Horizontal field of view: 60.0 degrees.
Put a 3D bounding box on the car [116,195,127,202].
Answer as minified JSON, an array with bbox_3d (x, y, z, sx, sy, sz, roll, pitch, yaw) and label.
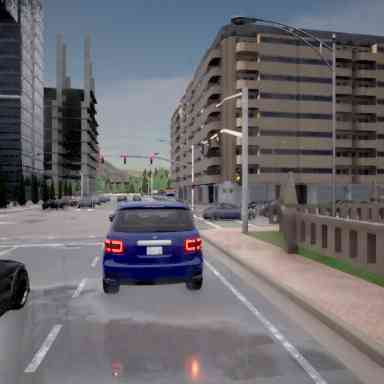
[{"bbox_3d":[-16.202,1.524,76.651,2.128,1.511,4.902,0,0,-10],"label":"car"}]

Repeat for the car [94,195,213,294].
[{"bbox_3d":[-1.088,1.221,9.059,2.150,2.045,5.566,0,0,-8],"label":"car"}]

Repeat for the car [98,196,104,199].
[{"bbox_3d":[-16.161,1.526,55.235,1.812,1.442,4.674,0,0,-10],"label":"car"}]

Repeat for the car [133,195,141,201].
[{"bbox_3d":[-14.472,1.535,87.273,2.033,1.411,5.357,0,0,-10],"label":"car"}]

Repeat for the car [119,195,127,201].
[{"bbox_3d":[-17.922,1.548,86.681,1.994,1.385,4.181,0,0,-10],"label":"car"}]

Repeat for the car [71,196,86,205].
[{"bbox_3d":[-20.509,1.526,60.005,1.812,1.442,4.674,0,0,-9],"label":"car"}]

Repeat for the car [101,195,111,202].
[{"bbox_3d":[-19.515,1.522,75.260,1.812,1.442,4.674,0,0,-10],"label":"car"}]

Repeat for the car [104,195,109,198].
[{"bbox_3d":[-17.805,1.564,65.143,1.994,1.385,4.181,0,0,-10],"label":"car"}]

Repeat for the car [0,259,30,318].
[{"bbox_3d":[-4.092,1.564,5.077,1.994,1.385,4.181,0,0,-7],"label":"car"}]

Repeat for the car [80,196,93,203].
[{"bbox_3d":[-22.108,1.552,69.677,1.994,1.385,4.181,0,0,-10],"label":"car"}]

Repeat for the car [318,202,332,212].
[{"bbox_3d":[16.135,1.560,36.085,4.892,1.490,1.837,0,0,-10],"label":"car"}]

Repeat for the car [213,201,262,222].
[{"bbox_3d":[2.981,1.619,26.442,4.181,1.385,1.994,0,0,-10],"label":"car"}]

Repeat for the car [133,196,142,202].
[{"bbox_3d":[-12.772,1.548,77.356,1.994,1.385,4.181,0,0,-10],"label":"car"}]

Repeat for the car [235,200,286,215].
[{"bbox_3d":[7.060,1.560,34.478,4.892,1.490,1.837,0,0,-10],"label":"car"}]

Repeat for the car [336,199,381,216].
[{"bbox_3d":[16.524,1.619,32.596,4.181,1.385,1.994,0,0,-10],"label":"car"}]

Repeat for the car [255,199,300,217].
[{"bbox_3d":[8.029,1.407,31.095,4.553,1.767,2.097,0,0,-10],"label":"car"}]

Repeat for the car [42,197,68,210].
[{"bbox_3d":[-17.459,1.601,42.000,1.895,1.301,4.718,0,0,-10],"label":"car"}]

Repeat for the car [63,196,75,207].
[{"bbox_3d":[-18.958,1.352,50.769,2.097,1.767,4.553,0,0,-10],"label":"car"}]

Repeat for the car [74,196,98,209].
[{"bbox_3d":[-14.646,1.505,46.338,1.837,1.490,4.892,0,0,-10],"label":"car"}]
